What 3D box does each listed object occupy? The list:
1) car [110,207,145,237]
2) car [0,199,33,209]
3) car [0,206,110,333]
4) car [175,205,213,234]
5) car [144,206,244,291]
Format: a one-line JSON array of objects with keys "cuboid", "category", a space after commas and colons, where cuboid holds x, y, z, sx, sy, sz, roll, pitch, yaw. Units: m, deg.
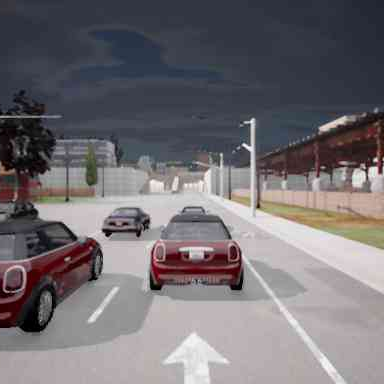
[{"cuboid": [-3.406, 1.522, 18.020, 2.033, 1.411, 5.357, 0, 0, 0], "category": "car"}, {"cuboid": [-10.518, 1.319, 18.855, 2.097, 1.767, 4.553, 0, 0, 0], "category": "car"}, {"cuboid": [-3.401, 1.353, 6.972, 2.097, 1.767, 4.553, 0, 0, 0], "category": "car"}, {"cuboid": [0.093, 1.530, 19.630, 1.994, 1.385, 4.181, 0, 0, 0], "category": "car"}, {"cuboid": [0.097, 1.350, 9.172, 2.097, 1.767, 4.553, 0, 0, 0], "category": "car"}]
